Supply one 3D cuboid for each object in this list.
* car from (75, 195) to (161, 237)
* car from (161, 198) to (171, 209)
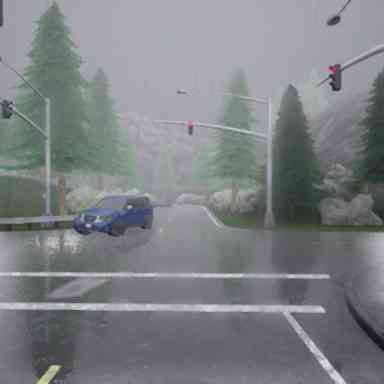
[{"bbox_3d":[-4.029,1.232,18.471,2.150,2.045,5.566,2,1,19],"label":"car"},{"bbox_3d":[-4.067,1.541,45.427,2.033,1.411,5.357,0,0,7],"label":"car"}]
